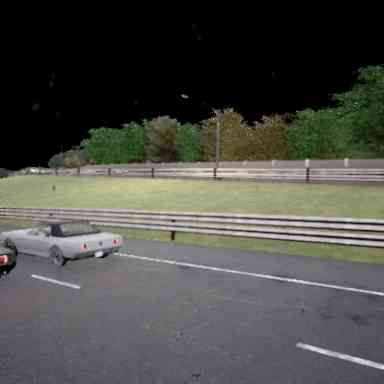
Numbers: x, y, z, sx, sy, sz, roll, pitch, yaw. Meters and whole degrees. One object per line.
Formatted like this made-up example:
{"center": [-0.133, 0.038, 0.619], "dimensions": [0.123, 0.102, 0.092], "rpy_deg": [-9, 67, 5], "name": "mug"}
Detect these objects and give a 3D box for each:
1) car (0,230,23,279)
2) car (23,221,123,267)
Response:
{"center": [-6.688, 1.658, 8.742], "dimensions": [4.718, 1.301, 1.895], "rpy_deg": [0, 0, 35], "name": "car"}
{"center": [-4.701, 1.658, 11.624], "dimensions": [4.718, 1.301, 1.895], "rpy_deg": [0, 0, 35], "name": "car"}
